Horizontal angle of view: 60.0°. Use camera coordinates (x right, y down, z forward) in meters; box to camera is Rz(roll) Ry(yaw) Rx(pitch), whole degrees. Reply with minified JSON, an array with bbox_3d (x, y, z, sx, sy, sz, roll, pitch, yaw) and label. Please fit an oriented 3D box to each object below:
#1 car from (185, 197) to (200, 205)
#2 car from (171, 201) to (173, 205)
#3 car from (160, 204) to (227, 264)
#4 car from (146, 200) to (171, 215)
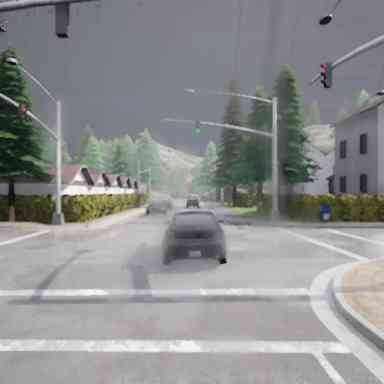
[{"bbox_3d":[0.089,1.587,50.701,1.837,1.490,4.892,0,0,0],"label":"car"},{"bbox_3d":[-3.509,1.672,43.884,1.895,1.301,4.718,0,0,0],"label":"car"},{"bbox_3d":[0.078,1.392,11.296,1.837,1.490,4.892,-1,0,0],"label":"car"},{"bbox_3d":[-3.507,1.619,33.889,1.994,1.385,4.181,0,0,0],"label":"car"}]
